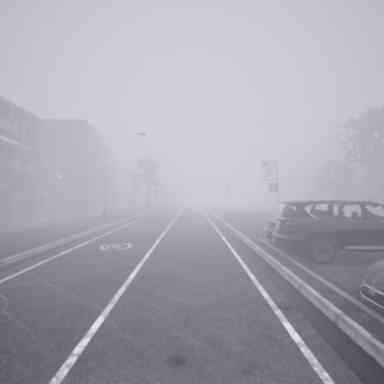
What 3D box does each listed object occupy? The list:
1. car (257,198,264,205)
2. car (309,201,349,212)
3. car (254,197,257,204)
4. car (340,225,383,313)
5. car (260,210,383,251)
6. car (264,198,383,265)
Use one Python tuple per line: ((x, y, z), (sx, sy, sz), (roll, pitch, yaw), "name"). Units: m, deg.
((18.743, 2.296, 79.540), (4.553, 1.767, 2.185), (0, -1, 0), "car")
((18.691, 2.006, 45.507), (4.674, 1.452, 2.002), (0, -1, 0), "car")
((18.672, 2.506, 82.708), (4.674, 1.452, 2.002), (0, -1, 0), "car")
((5.600, 1.496, 5.863), (4.892, 1.521, 2.231), (0, 0, 0), "car")
((5.590, 1.563, 14.267), (4.892, 1.521, 2.231), (0, -1, 0), "car")
((5.623, 1.285, 11.469), (5.566, 2.045, 2.435), (0, 0, 0), "car")
